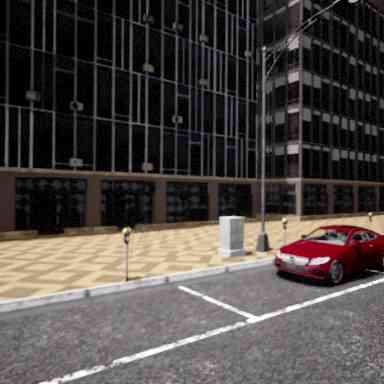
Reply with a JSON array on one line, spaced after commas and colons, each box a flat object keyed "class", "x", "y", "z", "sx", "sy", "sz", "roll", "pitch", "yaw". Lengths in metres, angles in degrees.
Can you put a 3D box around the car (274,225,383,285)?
[{"class": "car", "x": 4.206, "y": 1.625, "z": 9.571, "sx": 4.206, "sy": 1.307, "sz": 1.802, "roll": 0, "pitch": 0, "yaw": -36}]
